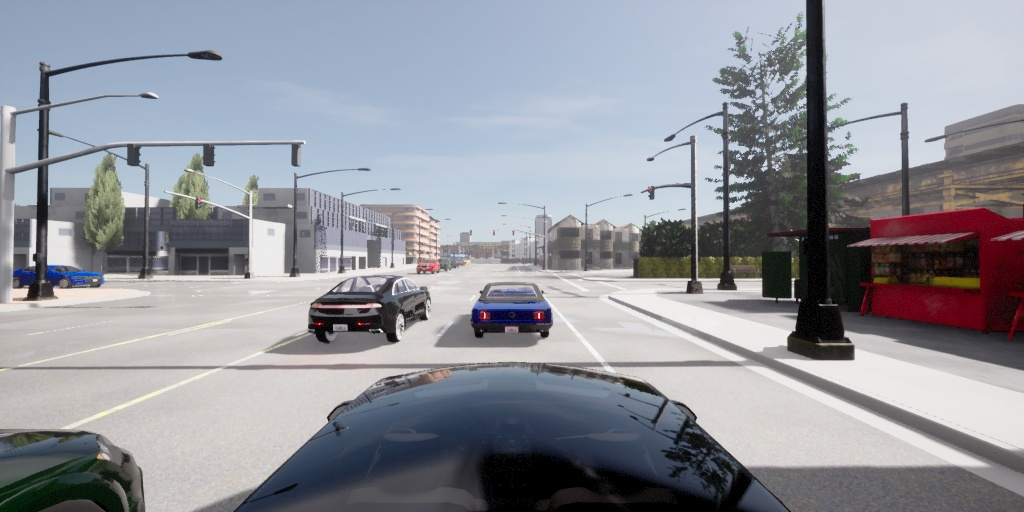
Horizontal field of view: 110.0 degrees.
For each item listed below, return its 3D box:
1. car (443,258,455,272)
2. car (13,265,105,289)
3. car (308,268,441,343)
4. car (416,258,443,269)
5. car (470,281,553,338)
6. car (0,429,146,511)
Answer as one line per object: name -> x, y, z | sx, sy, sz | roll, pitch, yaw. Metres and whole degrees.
car -> -11.149, 1.390, 57.686 | 2.150, 2.045, 5.566 | 0, 0, 0
car -> -29.748, 1.316, 23.437 | 5.008, 1.535, 1.882 | 0, -1, 0
car -> -3.511, 1.257, 9.741 | 2.128, 1.511, 4.902 | 0, 0, 0
car -> -11.055, 1.337, 47.637 | 2.150, 2.045, 5.566 | 0, 0, -1
car -> -0.011, 1.365, 10.219 | 1.895, 1.301, 4.718 | 0, 0, 0
car -> -3.373, 1.314, 0.572 | 1.994, 1.385, 4.181 | 0, 0, -1
